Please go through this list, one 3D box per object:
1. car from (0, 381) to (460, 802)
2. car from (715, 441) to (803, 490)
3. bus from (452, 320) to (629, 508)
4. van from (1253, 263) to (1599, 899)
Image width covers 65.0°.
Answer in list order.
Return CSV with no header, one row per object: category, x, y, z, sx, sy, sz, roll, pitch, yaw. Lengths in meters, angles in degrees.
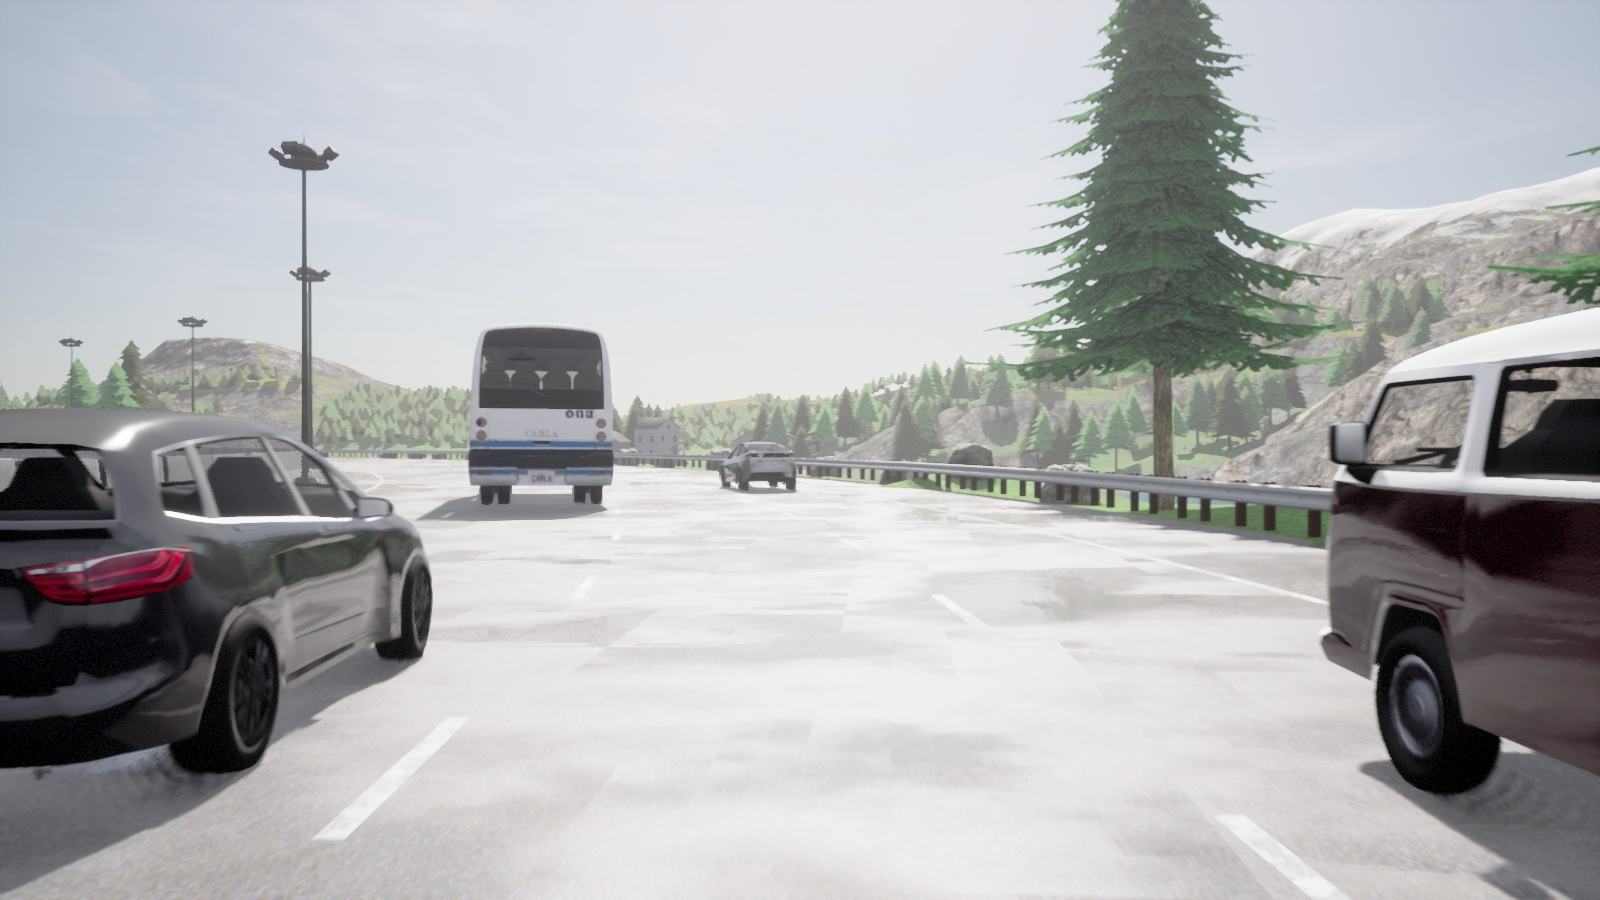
car,-3.626,0.548,7.258,2.242,1.667,4.611,0,0,-2
car,-1.404,0.461,41.019,2.007,1.525,4.514,0,0,-13
bus,-6.950,-0.825,33.916,3.944,4.253,10.273,0,0,-11
van,3.474,0.447,4.350,2.069,2.038,4.480,0,0,-2
